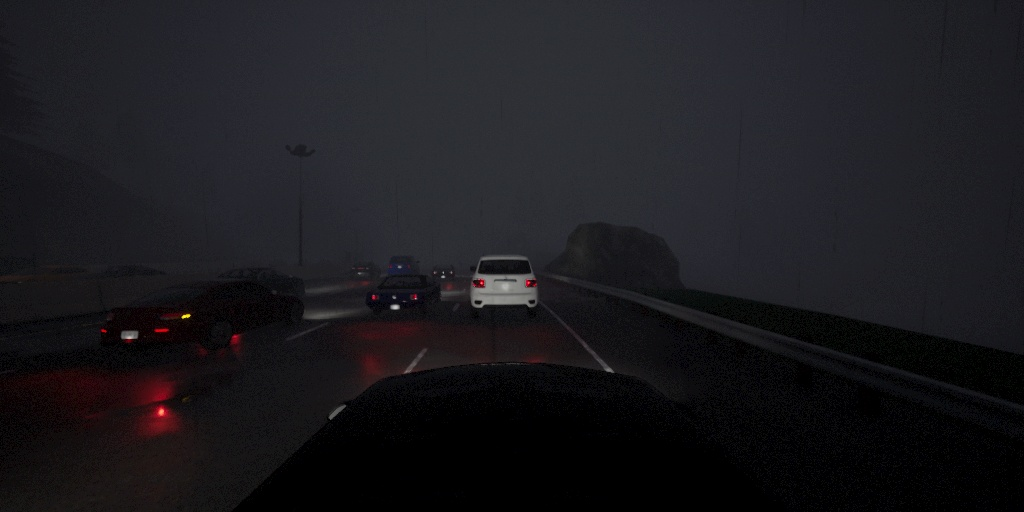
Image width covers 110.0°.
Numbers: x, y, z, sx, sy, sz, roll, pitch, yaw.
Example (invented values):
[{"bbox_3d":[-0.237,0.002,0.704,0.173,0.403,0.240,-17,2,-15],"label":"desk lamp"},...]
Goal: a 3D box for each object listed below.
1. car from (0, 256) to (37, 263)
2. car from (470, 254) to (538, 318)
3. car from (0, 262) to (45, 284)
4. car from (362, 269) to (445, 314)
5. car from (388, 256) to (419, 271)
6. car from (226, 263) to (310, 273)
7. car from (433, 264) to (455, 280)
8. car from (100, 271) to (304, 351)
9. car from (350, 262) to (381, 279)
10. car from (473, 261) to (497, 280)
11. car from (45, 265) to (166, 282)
[{"bbox_3d":[-29.166,1.030,19.289,2.150,2.045,5.566,0,0,-6],"label":"car"},{"bbox_3d":[-0.365,0.969,13.243,2.150,2.045,5.566,0,0,-4],"label":"car"},{"bbox_3d":[-25.733,1.279,19.865,1.882,1.535,5.008,0,0,-7],"label":"car"},{"bbox_3d":[-3.906,1.356,13.758,1.895,1.301,4.718,0,0,-4],"label":"car"},{"bbox_3d":[-9.510,0.984,31.687,2.150,2.045,5.566,0,0,-9],"label":"car"},{"bbox_3d":[-11.092,1.262,15.848,2.128,1.511,4.902,0,0,-4],"label":"car"},{"bbox_3d":[-5.796,1.356,30.625,1.895,1.301,4.718,0,0,-9],"label":"car"},{"bbox_3d":[-7.158,1.289,8.929,1.812,1.442,4.674,0,0,-2],"label":"car"},{"bbox_3d":[-13.226,1.262,32.566,2.128,1.511,4.902,0,0,-10],"label":"car"},{"bbox_3d":[-2.484,1.252,31.951,1.837,1.490,4.892,0,0,-9],"label":"car"},{"bbox_3d":[-22.269,1.285,20.333,2.128,1.511,4.902,0,0,-7],"label":"car"}]
